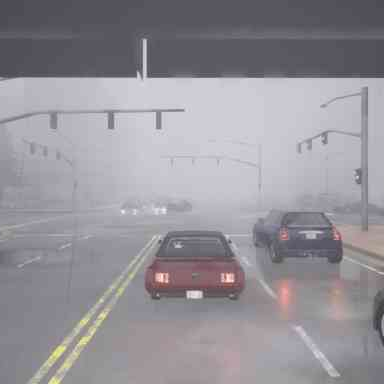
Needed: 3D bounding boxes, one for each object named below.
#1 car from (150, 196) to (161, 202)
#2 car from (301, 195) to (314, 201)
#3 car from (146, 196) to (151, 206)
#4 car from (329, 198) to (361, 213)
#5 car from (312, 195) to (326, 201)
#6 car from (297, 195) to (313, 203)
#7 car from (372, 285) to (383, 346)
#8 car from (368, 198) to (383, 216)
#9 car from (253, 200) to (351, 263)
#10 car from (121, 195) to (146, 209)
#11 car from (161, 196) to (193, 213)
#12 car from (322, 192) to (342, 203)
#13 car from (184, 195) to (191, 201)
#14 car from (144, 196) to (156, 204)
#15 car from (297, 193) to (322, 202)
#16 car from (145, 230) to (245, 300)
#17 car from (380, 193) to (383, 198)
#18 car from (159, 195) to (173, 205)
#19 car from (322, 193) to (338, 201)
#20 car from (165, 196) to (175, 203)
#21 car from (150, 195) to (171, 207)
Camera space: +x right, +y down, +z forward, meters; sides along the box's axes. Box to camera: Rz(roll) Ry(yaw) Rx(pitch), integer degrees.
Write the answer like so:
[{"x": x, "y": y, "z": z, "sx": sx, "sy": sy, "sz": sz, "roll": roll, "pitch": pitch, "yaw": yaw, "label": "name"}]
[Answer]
[{"x": -8.046, "y": 1.552, "z": 73.971, "sx": 1.994, "sy": 1.385, "sz": 4.181, "roll": 0, "pitch": 0, "yaw": 0, "label": "car"}, {"x": 27.945, "y": 1.395, "z": 80.689, "sx": 1.970, "sy": 1.475, "sz": 3.806, "roll": 0, "pitch": 0, "yaw": 0, "label": "car"}, {"x": -8.014, "y": 1.478, "z": 53.953, "sx": 1.882, "sy": 1.535, "sz": 5.008, "roll": 0, "pitch": 0, "yaw": 0, "label": "car"}, {"x": 16.681, "y": 1.564, "z": 33.913, "sx": 4.181, "sy": 1.385, "sz": 1.994, "roll": 0, "pitch": 0, "yaw": 1, "label": "car"}, {"x": 30.840, "y": 1.364, "z": 80.695, "sx": 1.784, "sy": 1.438, "sz": 3.905, "roll": 0, "pitch": 0, "yaw": 0, "label": "car"}, {"x": 22.216, "y": 1.395, "z": 65.572, "sx": 1.970, "sy": 1.475, "sz": 3.806, "roll": 0, "pitch": 0, "yaw": 0, "label": "car"}, {"x": 3.601, "y": 1.505, "z": 3.018, "sx": 1.837, "sy": 1.490, "sz": 4.892, "roll": 0, "pitch": 0, "yaw": 0, "label": "car"}, {"x": 19.265, "y": 1.505, "z": 30.379, "sx": 4.892, "sy": 1.490, "sz": 1.837, "roll": 0, "pitch": 0, "yaw": 1, "label": "car"}, {"x": 3.585, "y": 1.352, "z": 12.107, "sx": 2.097, "sy": 1.767, "sz": 4.553, "roll": 0, "pitch": 0, "yaw": 0, "label": "car"}, {"x": -8.031, "y": 1.352, "z": 44.782, "sx": 2.097, "sy": 1.767, "sz": 4.553, "roll": 0, "pitch": 0, "yaw": 2, "label": "car"}, {"x": -1.387, "y": 1.526, "z": 36.375, "sx": 1.812, "sy": 1.442, "sz": 4.674, "roll": 1, "pitch": 0, "yaw": 17, "label": "car"}, {"x": 19.556, "y": 1.156, "z": 48.097, "sx": 1.905, "sy": 1.878, "sz": 3.866, "roll": 0, "pitch": 0, "yaw": 0, "label": "car"}, {"x": -1.117, "y": 1.524, "z": 85.503, "sx": 1.812, "sy": 1.442, "sz": 4.674, "roll": 0, "pitch": 0, "yaw": 0, "label": "car"}, {"x": -8.027, "y": 1.526, "z": 63.959, "sx": 1.812, "sy": 1.442, "sz": 4.674, "roll": 0, "pitch": 0, "yaw": 0, "label": "car"}, {"x": 16.662, "y": 1.153, "z": 48.144, "sx": 1.932, "sy": 1.855, "sz": 4.605, "roll": 0, "pitch": 0, "yaw": 0, "label": "car"}, {"x": 0.069, "y": 1.601, "z": 8.342, "sx": 1.895, "sy": 1.301, "sz": 4.718, "roll": 0, "pitch": 0, "yaw": 0, "label": "car"}, {"x": 39.113, "y": 1.153, "z": 65.706, "sx": 1.932, "sy": 1.855, "sz": 4.605, "roll": 0, "pitch": 0, "yaw": 0, "label": "car"}, {"x": -4.530, "y": 1.352, "z": 58.587, "sx": 2.097, "sy": 1.767, "sz": 4.553, "roll": 0, "pitch": 0, "yaw": 0, "label": "car"}, {"x": 33.523, "y": 1.153, "z": 80.753, "sx": 1.932, "sy": 1.855, "sz": 4.605, "roll": 0, "pitch": 0, "yaw": 0, "label": "car"}, {"x": -4.519, "y": 1.601, "z": 68.742, "sx": 1.895, "sy": 1.301, "sz": 4.718, "roll": 0, "pitch": 0, "yaw": 0, "label": "car"}, {"x": -4.492, "y": 1.491, "z": 49.545, "sx": 2.128, "sy": 1.511, "sz": 4.902, "roll": 0, "pitch": 0, "yaw": 0, "label": "car"}]
